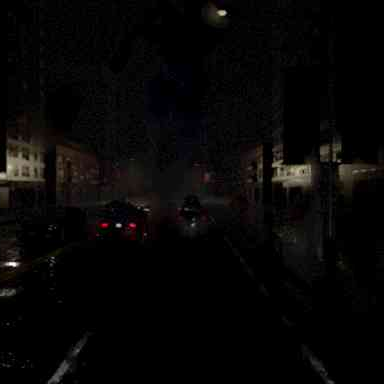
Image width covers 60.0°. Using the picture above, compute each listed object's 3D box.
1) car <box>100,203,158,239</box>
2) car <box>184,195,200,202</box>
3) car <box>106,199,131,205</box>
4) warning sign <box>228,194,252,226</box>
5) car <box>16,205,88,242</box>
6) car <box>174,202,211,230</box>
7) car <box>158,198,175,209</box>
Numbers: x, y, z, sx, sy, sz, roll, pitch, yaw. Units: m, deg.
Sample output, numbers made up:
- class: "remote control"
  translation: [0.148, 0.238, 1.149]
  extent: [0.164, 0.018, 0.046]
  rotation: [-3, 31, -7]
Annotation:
- class: "car"
  translation: [-3.166, 1.485, 16.836]
  extent: [2.033, 1.411, 5.357]
  rotation: [0, 0, 0]
- class: "car"
  translation: [0.017, 1.195, 44.005]
  extent: [2.097, 1.767, 4.553]
  rotation: [0, 0, 0]
- class: "car"
  translation: [-6.615, 1.382, 30.247]
  extent: [2.128, 1.511, 4.902]
  rotation: [0, 0, 0]
- class: "warning sign"
  translation: [2.834, 1.043, 19.871]
  extent: [1.300, 1.860, 1.060]
  rotation: [0, 0, 0]
- class: "car"
  translation: [-6.614, 1.417, 16.262]
  extent: [1.882, 1.535, 5.008]
  rotation: [0, 0, 0]
- class: "car"
  translation: [0.082, 1.527, 20.325]
  extent: [1.895, 1.301, 4.718]
  rotation: [0, 0, 0]
- class: "car"
  translation: [-3.242, 1.416, 41.936]
  extent: [1.994, 1.385, 4.181]
  rotation: [0, 0, 0]
